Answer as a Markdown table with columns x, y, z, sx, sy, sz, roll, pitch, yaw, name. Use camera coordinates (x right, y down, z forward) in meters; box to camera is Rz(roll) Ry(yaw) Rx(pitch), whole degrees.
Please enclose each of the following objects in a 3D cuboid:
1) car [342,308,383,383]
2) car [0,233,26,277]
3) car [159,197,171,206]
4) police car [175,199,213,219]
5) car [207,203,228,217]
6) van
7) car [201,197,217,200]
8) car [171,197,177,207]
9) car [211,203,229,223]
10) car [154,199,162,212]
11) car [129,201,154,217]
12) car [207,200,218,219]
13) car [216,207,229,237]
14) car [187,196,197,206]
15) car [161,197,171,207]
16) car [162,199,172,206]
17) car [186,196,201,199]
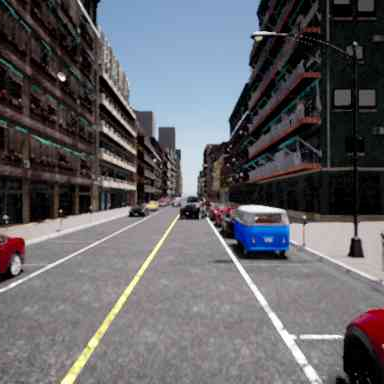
| x | y | z | sx | sy | sz | roll | pitch | yaw | name |
| --- | --- | --- | --- | --- | --- | --- | --- | --- | --- |
| 2.692 | 1.465 | 2.256 | 1.967 | 1.590 | 4.097 | 0 | -1 | 0 | car |
| -5.689 | 1.629 | 7.894 | 1.887 | 1.381 | 4.507 | 0 | -1 | 0 | car |
| -5.686 | 2.027 | 69.895 | 2.192 | 1.841 | 5.009 | 0 | -1 | 0 | car |
| 0.299 | 1.766 | 32.858 | 1.930 | 1.638 | 5.238 | 0 | -1 | 16 | police car |
| 2.693 | 1.925 | 36.071 | 2.008 | 1.369 | 4.403 | 0 | -1 | 0 | car |
| 2.692 | 1.484 | 13.529 | 1.690 | 1.788 | 3.998 | 0 | -1 | 0 | van |
| 2.694 | 1.803 | 47.346 | 2.192 | 1.841 | 5.009 | 0 | -1 | 0 | car |
| -3.026 | 2.156 | 64.591 | 2.128 | 1.511 | 4.902 | 0 | -1 | 1 | car |
| 2.692 | 1.804 | 24.799 | 1.887 | 1.381 | 4.507 | 0 | -1 | 0 | car |
| -5.688 | 2.011 | 47.177 | 1.752 | 1.417 | 4.829 | 0 | -1 | 0 | car |
| -5.689 | 1.940 | 36.074 | 1.947 | 1.339 | 4.313 | 0 | -1 | 0 | car |
| 2.692 | 1.757 | 30.437 | 1.967 | 1.590 | 4.097 | 0 | -1 | 0 | car |
| 2.691 | 1.767 | 19.163 | 1.947 | 1.339 | 4.313 | 0 | -1 | 0 | car |
| 0.001 | 1.826 | 68.980 | 2.150 | 2.045 | 5.566 | 0 | -1 | 0 | car |
| -5.688 | 2.096 | 64.258 | 1.967 | 1.590 | 4.097 | 0 | -1 | 0 | car |
| -5.688 | 2.350 | 75.529 | 1.802 | 1.307 | 4.206 | 0 | -1 | 0 | car |
| 0.578 | 1.719 | 48.559 | 2.150 | 2.045 | 5.566 | 0 | -1 | -2 | car |
